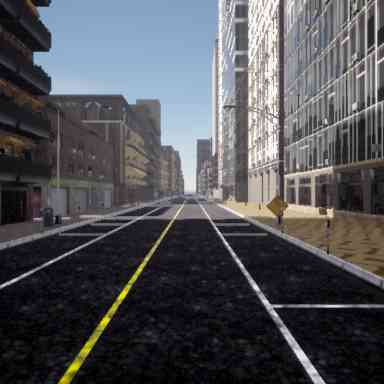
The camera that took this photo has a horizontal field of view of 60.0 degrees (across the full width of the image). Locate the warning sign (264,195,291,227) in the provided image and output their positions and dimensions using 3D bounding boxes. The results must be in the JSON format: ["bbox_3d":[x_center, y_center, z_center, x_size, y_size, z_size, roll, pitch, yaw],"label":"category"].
[{"bbox_3d":[5.067,1.114,19.743,1.300,1.860,1.060,0,0,0],"label":"warning sign"}]
